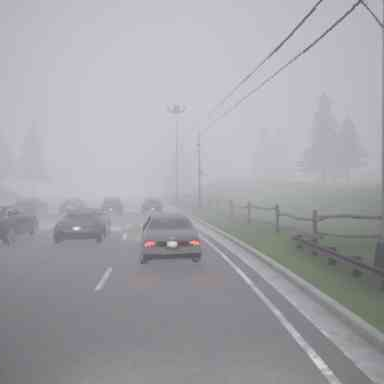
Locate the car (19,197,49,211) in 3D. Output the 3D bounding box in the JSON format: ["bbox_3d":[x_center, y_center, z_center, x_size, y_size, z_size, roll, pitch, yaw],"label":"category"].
[{"bbox_3d":[-14.110,1.200,29.330,1.837,1.490,4.892,0,1,-9],"label":"car"}]

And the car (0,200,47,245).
[{"bbox_3d":[-8.297,1.343,14.556,2.128,1.511,4.902,0,1,-8],"label":"car"}]

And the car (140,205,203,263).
[{"bbox_3d":[-0.817,1.414,11.444,2.033,1.411,5.357,0,1,-7],"label":"car"}]

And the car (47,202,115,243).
[{"bbox_3d":[-4.856,1.398,15.171,1.994,1.385,4.181,0,1,-8],"label":"car"}]

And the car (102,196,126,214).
[{"bbox_3d":[-7.194,1.168,30.408,1.837,1.490,4.892,0,1,-9],"label":"car"}]

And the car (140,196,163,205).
[{"bbox_3d":[-3.738,1.151,30.957,1.837,1.490,4.892,0,1,-9],"label":"car"}]

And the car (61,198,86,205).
[{"bbox_3d":[-10.742,1.235,30.450,1.994,1.385,4.181,0,1,-9],"label":"car"}]
